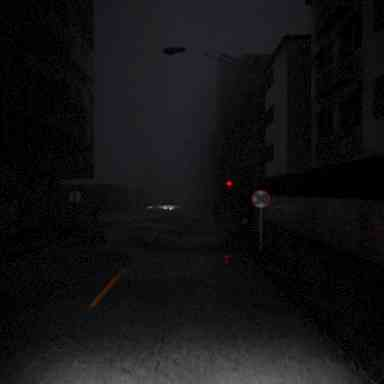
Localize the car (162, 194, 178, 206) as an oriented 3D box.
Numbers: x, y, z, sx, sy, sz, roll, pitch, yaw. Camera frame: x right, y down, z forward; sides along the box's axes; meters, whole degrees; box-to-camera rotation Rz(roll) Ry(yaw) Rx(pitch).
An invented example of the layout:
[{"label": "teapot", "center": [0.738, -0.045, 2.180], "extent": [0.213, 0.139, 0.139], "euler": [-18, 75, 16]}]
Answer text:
[{"label": "car", "center": [-4.074, 1.558, 58.012], "extent": [2.128, 1.511, 4.902], "euler": [0, 0, 0]}]
